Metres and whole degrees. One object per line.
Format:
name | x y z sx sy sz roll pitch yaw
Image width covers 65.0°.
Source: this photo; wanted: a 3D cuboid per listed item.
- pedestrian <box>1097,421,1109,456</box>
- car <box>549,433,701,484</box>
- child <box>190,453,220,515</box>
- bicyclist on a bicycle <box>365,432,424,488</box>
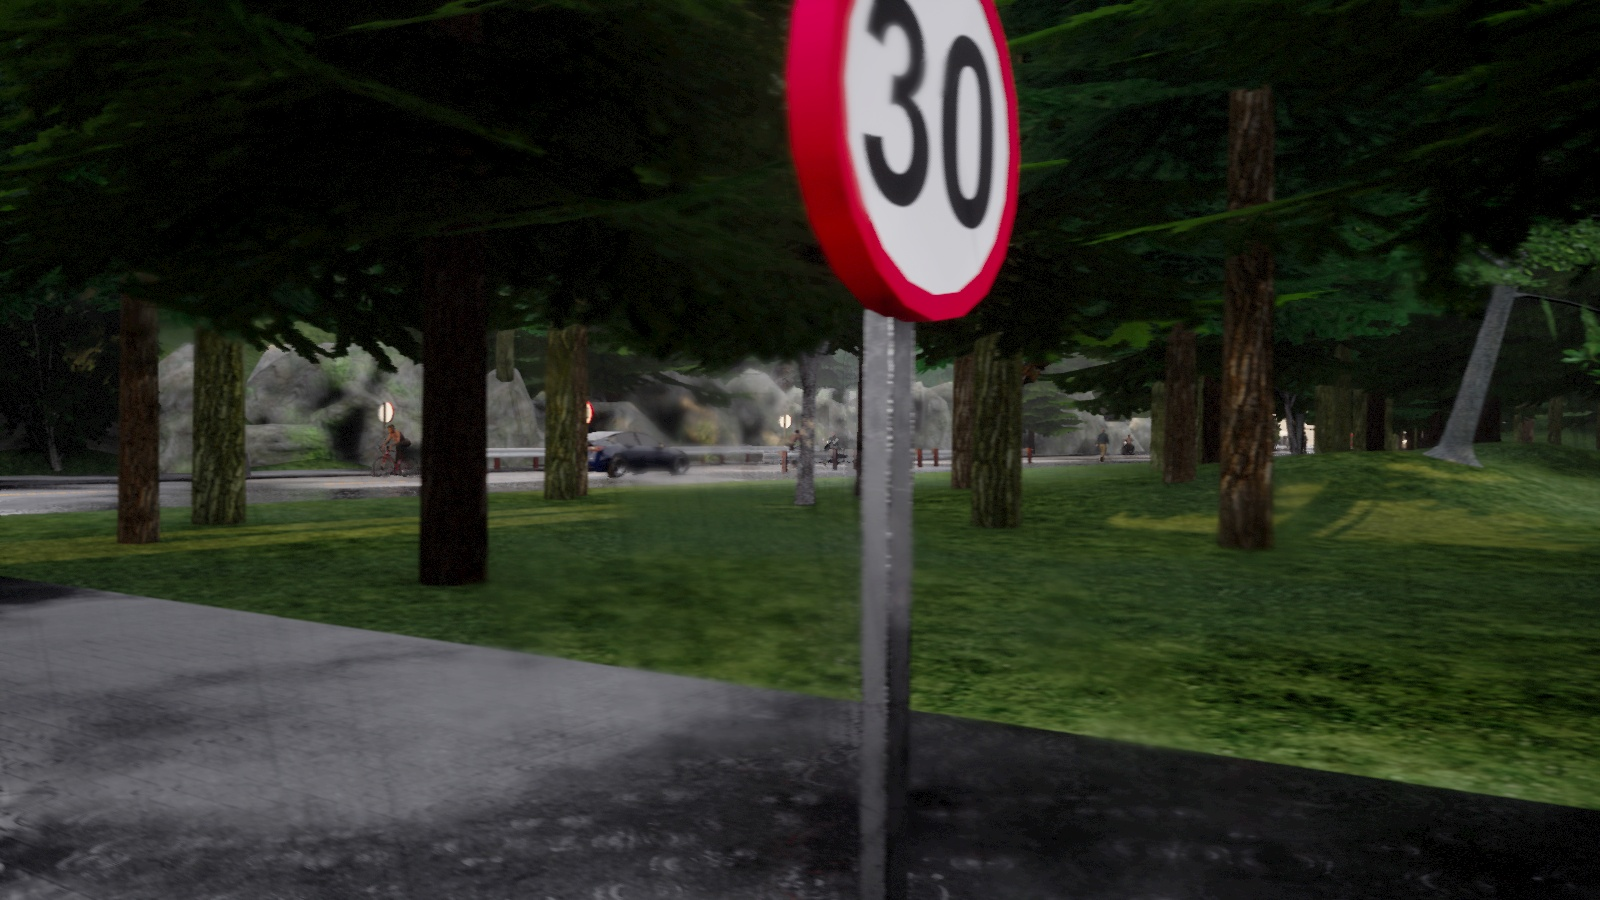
pedestrian | 16.052 -0.612 66.470 0.402 1.842 0.726 0 1 29
car | -5.523 0.232 40.223 2.163 1.488 4.792 0 1 33
child | -10.834 0.607 22.867 0.255 1.110 0.394 0 1 33
bicyclist on a bicycle | -12.088 0.282 37.506 0.582 1.620 1.656 0 1 33
